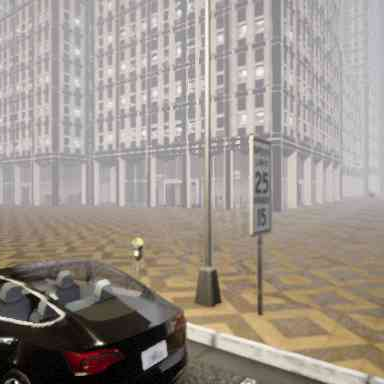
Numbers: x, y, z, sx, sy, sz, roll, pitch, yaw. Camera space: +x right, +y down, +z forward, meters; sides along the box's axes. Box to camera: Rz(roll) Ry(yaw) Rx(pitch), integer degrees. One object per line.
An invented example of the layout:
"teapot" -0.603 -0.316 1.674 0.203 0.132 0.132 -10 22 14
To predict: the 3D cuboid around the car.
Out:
"car" -2.041 1.559 4.330 4.313 1.339 1.947 0 0 35
